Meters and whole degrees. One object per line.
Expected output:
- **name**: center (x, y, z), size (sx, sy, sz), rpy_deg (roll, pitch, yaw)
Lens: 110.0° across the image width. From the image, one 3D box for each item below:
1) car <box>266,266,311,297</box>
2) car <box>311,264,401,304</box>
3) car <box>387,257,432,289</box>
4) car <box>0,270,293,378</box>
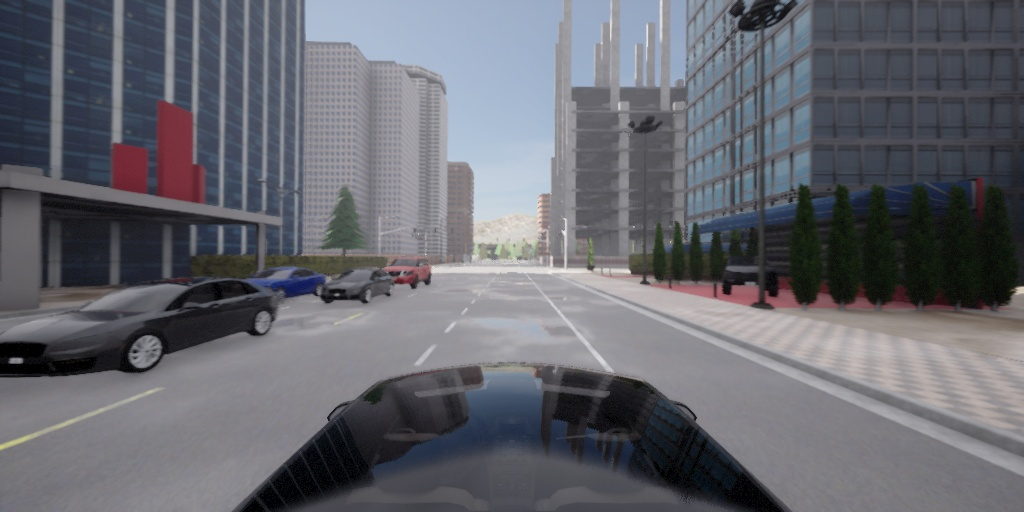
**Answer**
- **car**: center (-10.503, 1.245, 16.488), size (1.882, 1.535, 5.008), rpy_deg (0, -1, 0)
- **car**: center (-7.001, 1.310, 16.768), size (1.837, 1.490, 4.892), rpy_deg (0, 0, 0)
- **car**: center (-7.027, 1.058, 24.421), size (2.150, 2.045, 5.566), rpy_deg (0, 0, 2)
- **car**: center (-7.100, 1.238, 7.562), size (1.837, 1.490, 4.892), rpy_deg (0, 0, 0)
